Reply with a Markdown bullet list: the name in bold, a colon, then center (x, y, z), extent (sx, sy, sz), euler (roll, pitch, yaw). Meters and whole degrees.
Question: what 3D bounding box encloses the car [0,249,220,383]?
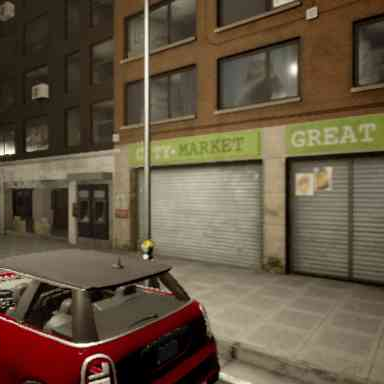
- **car**: center (-1.792, 1.444, 4.088), extent (4.097, 1.590, 1.967), euler (0, 0, 35)
